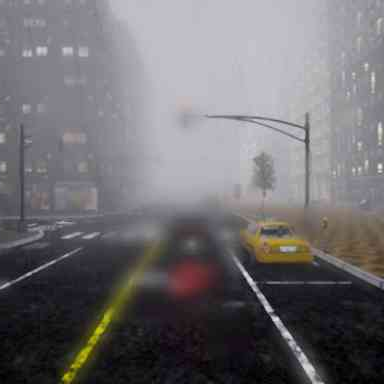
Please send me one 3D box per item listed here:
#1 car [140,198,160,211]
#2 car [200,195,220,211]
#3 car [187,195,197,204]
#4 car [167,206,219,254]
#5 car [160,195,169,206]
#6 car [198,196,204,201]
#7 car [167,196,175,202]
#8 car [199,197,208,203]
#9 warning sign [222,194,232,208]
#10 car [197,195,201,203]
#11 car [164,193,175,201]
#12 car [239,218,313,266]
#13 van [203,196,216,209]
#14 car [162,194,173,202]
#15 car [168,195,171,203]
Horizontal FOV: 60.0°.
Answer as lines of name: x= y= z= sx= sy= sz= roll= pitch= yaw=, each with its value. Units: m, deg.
car: x=-5.757 y=1.698 z=43.786 sx=2.008 sy=1.369 sz=4.403 roll=0 pitch=0 yaw=0
car: x=2.621 y=1.462 z=43.800 sx=2.192 sy=1.841 sz=5.009 roll=0 pitch=0 yaw=0
car: x=-0.108 y=1.631 z=72.958 sx=2.097 sy=1.767 sz=4.553 roll=0 pitch=0 yaw=0
car: x=0.023 y=1.547 z=13.760 sx=1.837 sy=1.490 sz=4.892 roll=0 pitch=0 yaw=0
car: x=-5.783 y=1.768 z=60.365 sx=2.008 sy=1.369 sz=4.403 roll=0 pitch=0 yaw=0
car: x=2.547 y=1.903 z=93.708 sx=1.752 sy=1.417 sz=4.829 roll=0 pitch=0 yaw=0
car: x=-5.832 y=1.902 z=93.355 sx=1.752 sy=1.417 sz=4.829 roll=0 pitch=0 yaw=0
car: x=2.572 y=1.839 z=76.958 sx=1.887 sy=1.381 sz=4.507 roll=0 pitch=0 yaw=0
warning sign: x=5.003 y=1.275 z=47.060 sx=1.300 sy=1.860 sz=1.060 roll=0 pitch=0 yaw=0
car: x=2.588 y=1.557 z=65.905 sx=2.192 sy=1.841 sz=5.009 roll=0 pitch=0 yaw=0
car: x=-5.817 y=1.762 z=82.472 sx=1.967 sy=1.590 sz=4.097 roll=0 pitch=0 yaw=0
car: x=2.671 y=1.560 z=11.556 sx=1.752 sy=1.417 sz=4.829 roll=0 pitch=0 yaw=0
van: x=2.613 y=1.510 z=49.325 sx=1.690 sy=1.788 sz=3.998 roll=0 pitch=0 yaw=0
car: x=-5.800 y=1.709 z=71.419 sx=1.967 sy=1.590 sz=4.097 roll=0 pitch=0 yaw=0
car: x=-5.791 y=1.787 z=65.891 sx=1.887 sy=1.381 sz=4.507 roll=0 pitch=0 yaw=0
